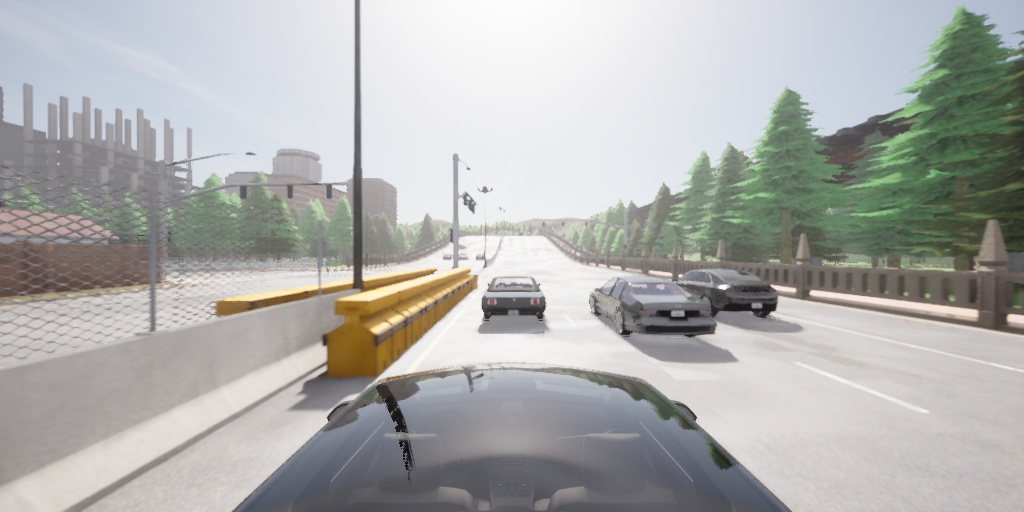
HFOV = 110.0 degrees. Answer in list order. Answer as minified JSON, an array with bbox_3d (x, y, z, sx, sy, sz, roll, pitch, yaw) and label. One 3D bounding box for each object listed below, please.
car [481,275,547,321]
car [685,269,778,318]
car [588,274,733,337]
[{"bbox_3d":[0.062,1.298,12.255,1.895,1.301,4.718,0,0,0],"label":"car"},{"bbox_3d":[7.064,1.198,12.741,1.837,1.490,4.892,0,0,0],"label":"car"},{"bbox_3d":[3.545,1.256,10.126,2.033,1.411,5.357,0,0,1],"label":"car"}]
